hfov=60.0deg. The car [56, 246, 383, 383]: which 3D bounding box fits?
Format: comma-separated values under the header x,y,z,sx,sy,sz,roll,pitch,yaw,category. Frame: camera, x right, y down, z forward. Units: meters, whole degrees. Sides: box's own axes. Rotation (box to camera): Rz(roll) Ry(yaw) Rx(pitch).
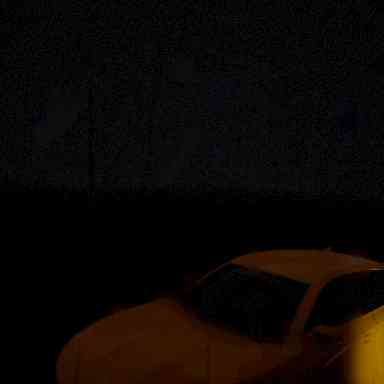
x,y,z,sx,sy,sz,roll,pitch,yaw,category
1.086,1.473,3.822,5.008,1.535,1.882,0,0,-35,car
